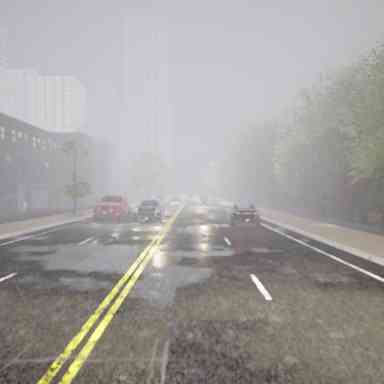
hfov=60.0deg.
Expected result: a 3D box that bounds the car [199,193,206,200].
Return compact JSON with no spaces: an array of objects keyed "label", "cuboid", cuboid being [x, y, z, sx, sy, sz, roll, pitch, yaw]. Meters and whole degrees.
[{"label":"car","cuboid":[3.248,1.493,74.626,2.163,1.488,4.792,0,0,0]}]

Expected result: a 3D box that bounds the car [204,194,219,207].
[{"label":"car","cuboid":[3.249,1.522,52.595,1.812,1.442,4.674,0,0,0]}]

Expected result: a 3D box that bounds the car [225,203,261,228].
[{"label":"car","cuboid":[3.349,1.493,22.446,2.128,1.511,4.902,0,0,0]}]

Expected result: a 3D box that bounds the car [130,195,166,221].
[{"label":"car","cuboid":[-3.337,1.353,26.634,2.097,1.767,4.553,0,0,0]}]

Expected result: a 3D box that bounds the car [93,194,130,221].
[{"label":"car","cuboid":[-6.585,1.225,27.954,2.150,2.045,5.566,0,0,0]}]

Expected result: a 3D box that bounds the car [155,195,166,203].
[{"label":"car","cuboid":[-6.503,1.423,69.334,1.882,1.535,5.008,0,0,0]}]

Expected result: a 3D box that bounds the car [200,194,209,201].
[{"label":"car","cuboid":[3.248,1.418,85.597,2.033,1.649,4.856,0,0,0]}]

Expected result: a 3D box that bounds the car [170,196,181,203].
[{"label":"car","cuboid":[-3.253,1.502,67.141,1.994,1.385,4.181,0,0,0]}]

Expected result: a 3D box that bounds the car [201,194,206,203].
[{"label":"car","cuboid":[3.248,1.556,63.596,1.994,1.385,4.181,0,0,0]}]
